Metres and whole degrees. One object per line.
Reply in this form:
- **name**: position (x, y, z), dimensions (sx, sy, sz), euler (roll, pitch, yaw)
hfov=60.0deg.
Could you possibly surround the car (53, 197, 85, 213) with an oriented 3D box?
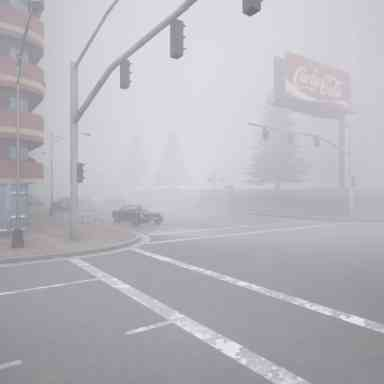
- **car**: position (-14.056, 1.352, 37.281), dimensions (2.097, 1.767, 4.553), euler (0, 0, -36)

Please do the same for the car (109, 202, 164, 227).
- **car**: position (-3.838, 1.602, 23.173), dimensions (1.895, 1.301, 4.718), euler (0, 0, -36)

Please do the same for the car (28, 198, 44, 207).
- **car**: position (-24.628, 1.587, 52.033), dimensions (1.994, 1.385, 4.181), euler (0, 0, -36)

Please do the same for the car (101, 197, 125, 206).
- **car**: position (-12.291, 1.507, 53.070), dimensions (1.837, 1.490, 4.892), euler (0, 0, -36)

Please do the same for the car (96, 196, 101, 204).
- **car**: position (-17.643, 1.528, 60.447), dimensions (1.812, 1.442, 4.674), euler (0, 0, -37)

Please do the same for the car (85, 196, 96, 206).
- **car**: position (-18.261, 1.549, 55.347), dimensions (2.033, 1.411, 5.357), euler (0, 0, -36)
